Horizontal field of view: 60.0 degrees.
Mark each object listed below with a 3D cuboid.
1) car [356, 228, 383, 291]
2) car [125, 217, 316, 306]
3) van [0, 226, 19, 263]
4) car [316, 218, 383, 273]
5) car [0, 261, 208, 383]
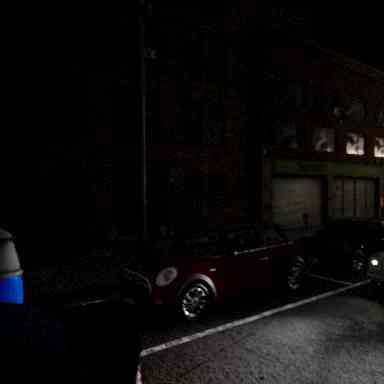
[{"bbox_3d":[5.991,1.543,7.632,4.718,1.301,1.895,0,0,-35],"label":"car"},{"bbox_3d":[0.511,1.412,7.127,4.097,1.590,1.967,0,0,-35],"label":"car"},{"bbox_3d":[-4.106,1.349,3.838,3.998,1.788,1.690,0,0,-35],"label":"van"},{"bbox_3d":[5.128,1.502,10.416,4.313,1.339,1.947,0,0,-35],"label":"car"},{"bbox_3d":[-2.529,1.500,1.564,4.902,1.511,2.128,0,0,-35],"label":"car"}]
